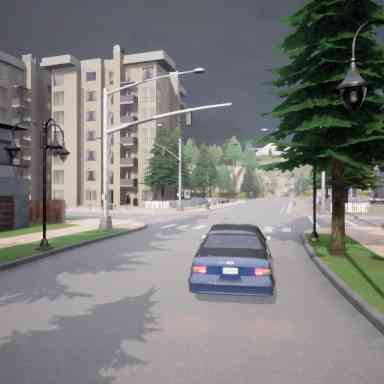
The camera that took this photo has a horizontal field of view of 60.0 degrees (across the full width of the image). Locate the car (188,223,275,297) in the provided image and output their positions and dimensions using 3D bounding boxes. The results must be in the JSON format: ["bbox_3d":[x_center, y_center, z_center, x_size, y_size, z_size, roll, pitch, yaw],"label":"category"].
[{"bbox_3d":[1.133,1.547,8.810,2.033,1.411,5.357,0,0,9],"label":"car"}]
